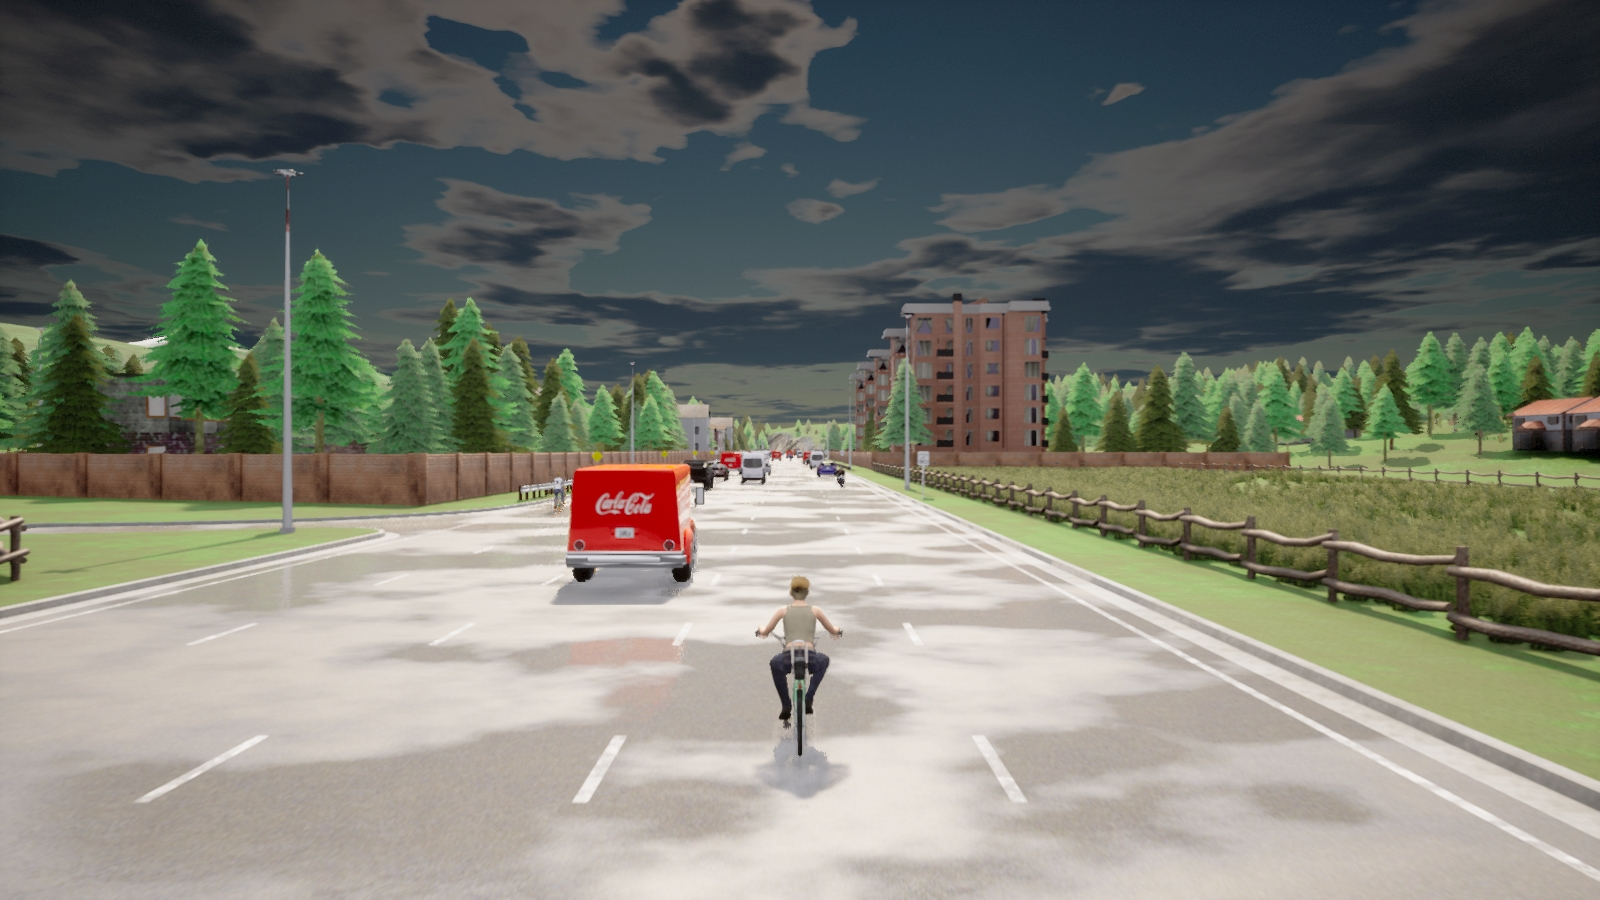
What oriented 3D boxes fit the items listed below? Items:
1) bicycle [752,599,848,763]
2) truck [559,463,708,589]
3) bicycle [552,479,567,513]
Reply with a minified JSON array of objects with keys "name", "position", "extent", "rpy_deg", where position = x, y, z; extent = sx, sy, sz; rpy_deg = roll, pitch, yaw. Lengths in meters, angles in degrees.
[{"name":"bicycle","position":[-0.006,2.157,10.933],"extent":[0.859,1.276,1.487],"rpy_deg":[0,0,-1]},{"name":"truck","position":[-3.579,1.568,25.760],"extent":[2.627,2.467,5.204],"rpy_deg":[0,0,0]},{"name":"bicycle","position":[-10.773,2.051,51.204],"extent":[0.373,1.496,1.643],"rpy_deg":[0,0,-1]}]
